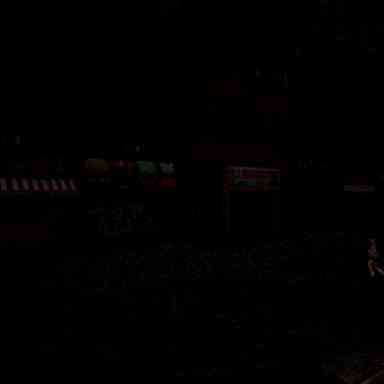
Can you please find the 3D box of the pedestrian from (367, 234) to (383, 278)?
[{"bbox_3d":[4.480,1.520,8.071,0.500,1.100,0.500,0,0,-35],"label":"pedestrian"}]
